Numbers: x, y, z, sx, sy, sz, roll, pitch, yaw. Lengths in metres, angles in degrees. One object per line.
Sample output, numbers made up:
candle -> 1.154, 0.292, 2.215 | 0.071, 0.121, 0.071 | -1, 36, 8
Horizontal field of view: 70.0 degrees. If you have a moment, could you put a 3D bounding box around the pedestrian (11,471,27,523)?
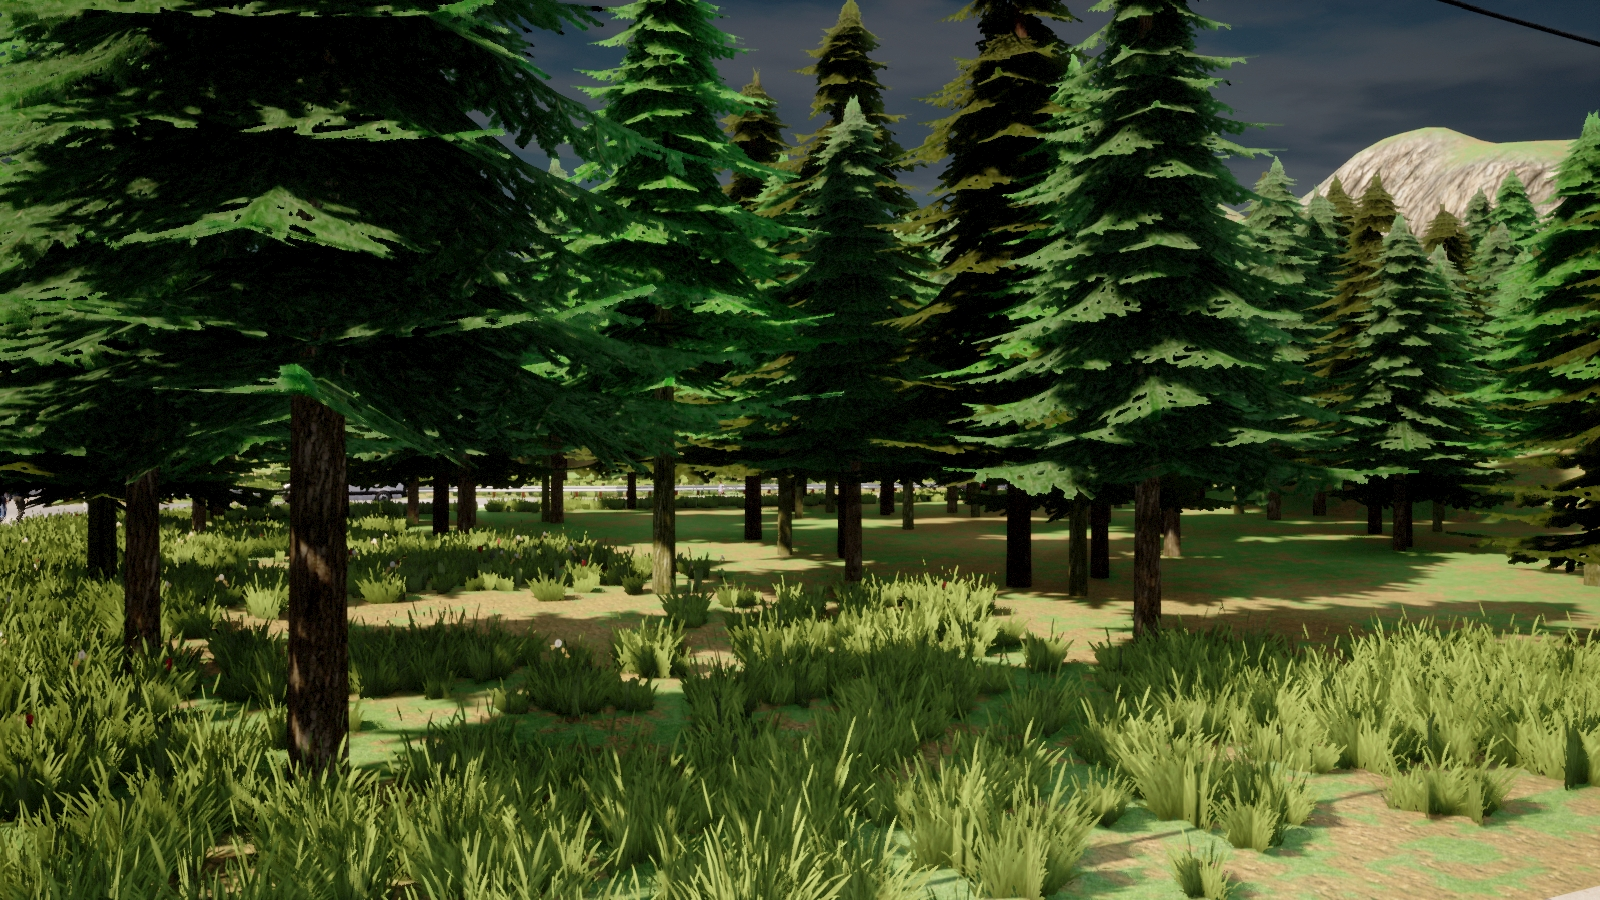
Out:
pedestrian -> -28.110, 1.694, 41.139 | 0.375, 1.860, 0.375 | 0, 0, -13

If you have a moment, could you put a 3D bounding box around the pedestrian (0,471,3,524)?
pedestrian -> -28.553, 1.695, 40.564 | 0.375, 1.860, 0.375 | 0, 0, -26

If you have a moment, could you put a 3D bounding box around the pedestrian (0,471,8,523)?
pedestrian -> -29.004, 1.694, 41.464 | 0.375, 1.860, 0.375 | 0, 0, -24

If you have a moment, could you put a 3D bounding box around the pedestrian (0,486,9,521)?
pedestrian -> -29.479, 1.976, 42.200 | 0.375, 1.300, 0.375 | 0, 0, -23

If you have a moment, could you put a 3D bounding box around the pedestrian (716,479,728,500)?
pedestrian -> -4.059, 2.050, 59.418 | 0.500, 1.100, 0.500 | 0, 0, -27
